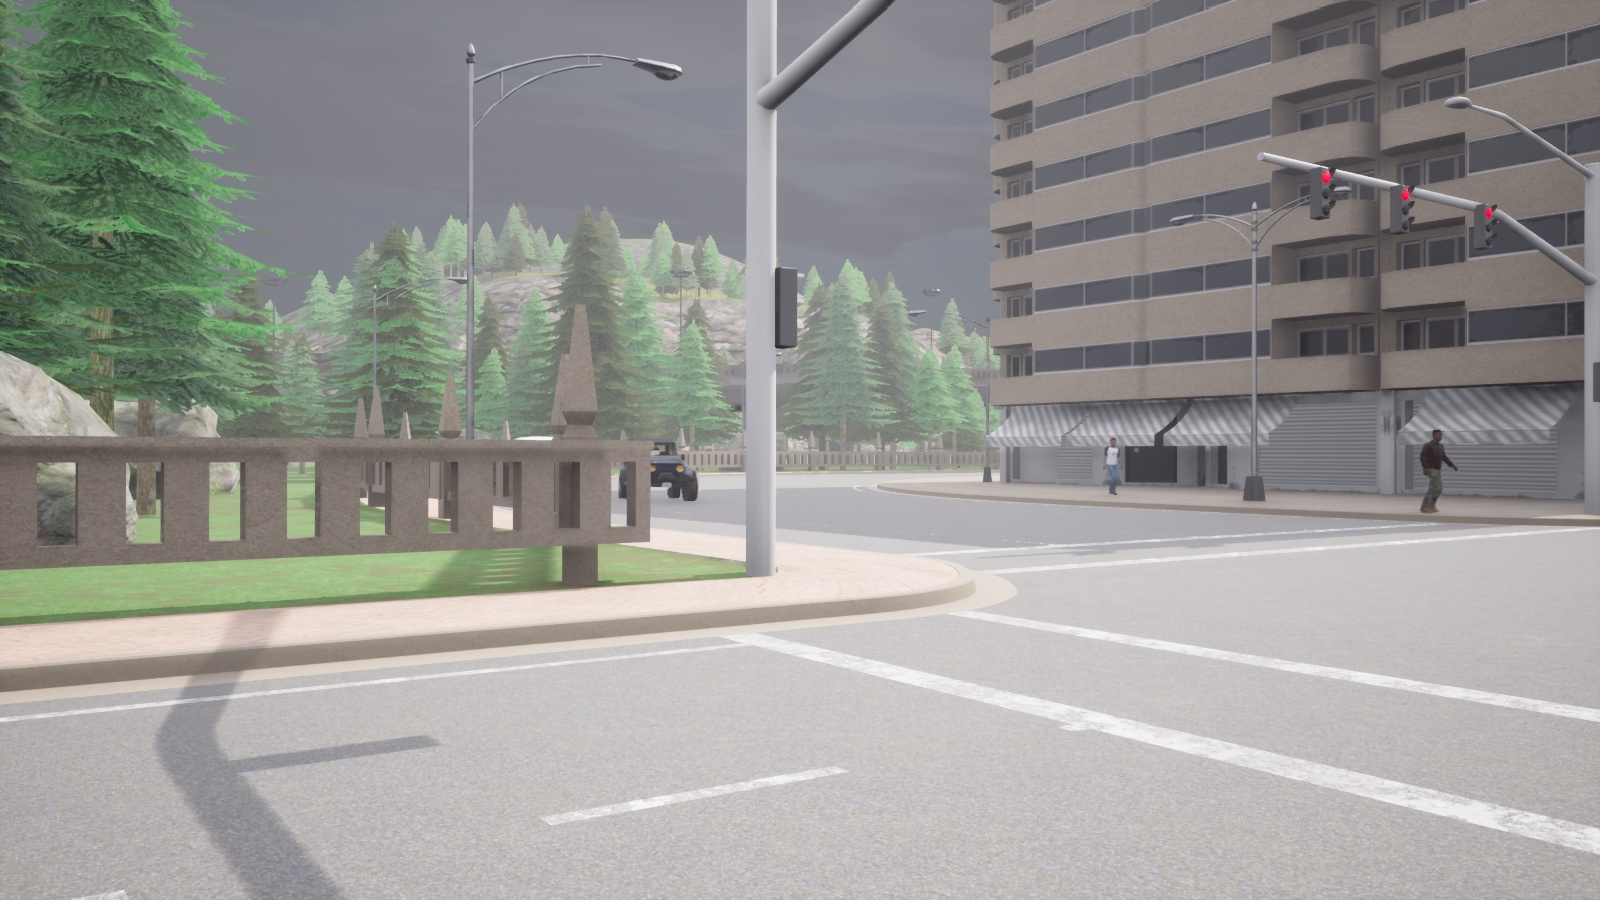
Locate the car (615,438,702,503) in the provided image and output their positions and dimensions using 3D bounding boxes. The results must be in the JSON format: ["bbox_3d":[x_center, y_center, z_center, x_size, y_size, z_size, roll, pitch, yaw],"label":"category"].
[{"bbox_3d":[-4.337,0.587,37.906,1.905,1.878,3.866,0,0,-17],"label":"car"}]

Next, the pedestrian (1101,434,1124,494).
[{"bbox_3d":[9.687,0.418,38.924,0.354,1.836,0.706,0,0,-18],"label":"pedestrian"}]

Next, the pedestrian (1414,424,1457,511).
[{"bbox_3d":[13.634,0.380,26.955,0.431,1.840,0.703,0,0,-30],"label":"pedestrian"}]
